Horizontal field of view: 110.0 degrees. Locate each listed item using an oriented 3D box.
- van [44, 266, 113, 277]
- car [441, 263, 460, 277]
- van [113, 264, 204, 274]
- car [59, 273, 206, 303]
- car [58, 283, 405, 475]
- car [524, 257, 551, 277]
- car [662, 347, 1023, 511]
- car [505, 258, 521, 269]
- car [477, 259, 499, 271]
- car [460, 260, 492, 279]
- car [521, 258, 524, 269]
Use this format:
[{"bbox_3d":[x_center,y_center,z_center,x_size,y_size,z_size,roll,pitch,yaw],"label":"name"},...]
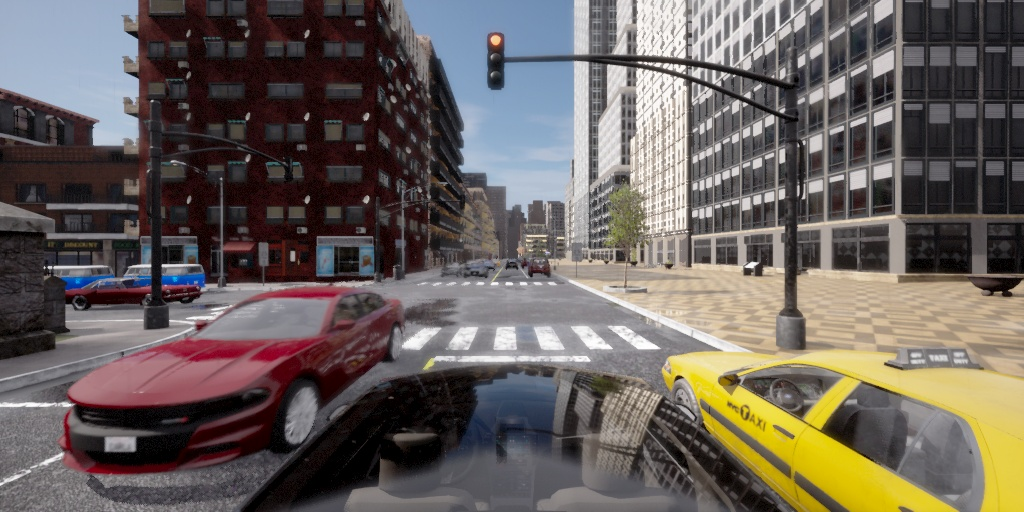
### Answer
[{"bbox_3d":[-26.348,1.481,21.439,3.998,1.789,1.690,0,0,-1],"label":"van"},{"bbox_3d":[-5.764,1.310,34.777,2.007,1.370,4.403,0,0,0],"label":"car"},{"bbox_3d":[-20.810,1.391,21.502,3.998,1.789,1.690,0,0,-1],"label":"van"},{"bbox_3d":[-16.578,1.603,15.758,4.718,1.301,1.895,-1,0,-1],"label":"car"},{"bbox_3d":[-3.108,1.226,5.338,1.882,1.535,5.008,0,0,0],"label":"car"},{"bbox_3d":[2.616,1.074,34.796,2.192,1.841,5.009,0,0,0],"label":"car"},{"bbox_3d":[2.690,1.275,2.554,1.751,1.417,4.829,0,0,0],"label":"car"},{"bbox_3d":[-0.021,1.288,56.121,1.837,1.490,4.892,0,0,0],"label":"car"},{"bbox_3d":[-3.205,1.321,48.987,2.033,1.411,5.357,0,0,0],"label":"car"},{"bbox_3d":[-3.167,1.321,32.289,1.994,1.385,4.181,0,0,0],"label":"car"},{"bbox_3d":[2.566,1.099,56.901,2.192,1.841,5.009,0,0,0],"label":"car"}]
